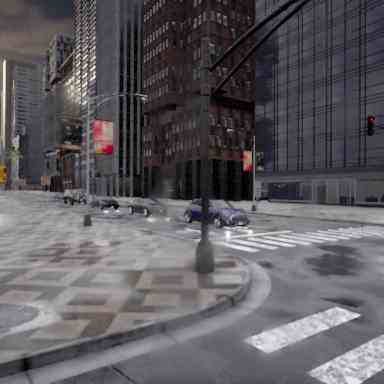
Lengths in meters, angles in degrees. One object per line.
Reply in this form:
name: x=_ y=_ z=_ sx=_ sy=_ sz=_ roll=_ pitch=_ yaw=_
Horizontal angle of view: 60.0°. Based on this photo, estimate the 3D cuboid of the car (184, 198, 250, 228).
car: x=1.471 y=1.183 z=20.684 sx=2.097 sy=1.767 sz=4.553 roll=0 pitch=0 yaw=-35

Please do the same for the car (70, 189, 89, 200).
car: x=-22.404 y=0.448 z=66.109 sx=2.150 sy=2.045 sz=5.566 roll=0 pitch=0 yaw=-35

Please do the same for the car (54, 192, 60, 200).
car: x=-25.566 y=0.746 z=64.969 sx=2.033 sy=1.411 sz=5.357 roll=0 pitch=0 yaw=-35

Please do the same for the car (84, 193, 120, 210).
car: x=-9.764 y=1.131 z=36.613 sx=2.033 sy=1.411 sz=5.357 roll=0 pitch=0 yaw=-35

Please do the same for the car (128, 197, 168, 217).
car: x=-3.820 y=1.218 z=28.180 sx=1.837 sy=1.490 sz=4.892 roll=0 pitch=0 yaw=-35

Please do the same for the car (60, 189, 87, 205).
car: x=-15.902 y=0.672 z=45.377 sx=2.150 sy=2.045 sz=5.566 roll=0 pitch=0 yaw=-35
